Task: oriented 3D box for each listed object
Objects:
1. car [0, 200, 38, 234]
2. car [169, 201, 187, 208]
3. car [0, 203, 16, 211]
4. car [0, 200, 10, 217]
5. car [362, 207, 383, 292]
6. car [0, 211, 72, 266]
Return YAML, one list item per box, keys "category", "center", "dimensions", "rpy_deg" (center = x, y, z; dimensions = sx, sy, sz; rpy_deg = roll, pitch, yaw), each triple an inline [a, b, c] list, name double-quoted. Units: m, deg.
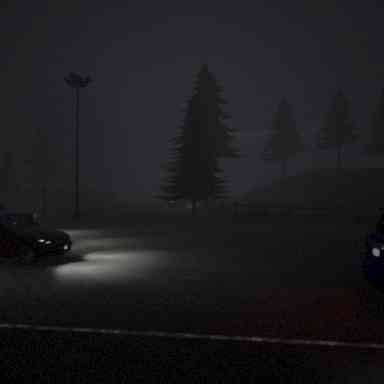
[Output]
- category: "car"
  center: [-11.439, 1.344, 18.807]
  dimensions: [4.553, 1.767, 2.097]
  rpy_deg: [0, 0, 7]
- category: "car"
  center: [-2.097, 1.581, 49.677]
  dimensions: [2.128, 1.511, 4.902]
  rpy_deg: [1, 0, 13]
- category: "car"
  center: [-9.948, 1.212, 15.107]
  dimensions: [5.566, 2.045, 2.150]
  rpy_deg: [0, 0, 7]
- category: "car"
  center: [-18.947, 1.510, 29.709]
  dimensions: [4.674, 1.442, 1.812]
  rpy_deg: [0, 0, -26]
- category: "car"
  center: [6.232, 1.259, 6.152]
  dimensions: [5.566, 2.045, 2.150]
  rpy_deg: [0, 0, 7]
- category: "car"
  center: [-6.448, 1.522, 11.168]
  dimensions: [4.674, 1.442, 1.812]
  rpy_deg: [0, 0, 7]
